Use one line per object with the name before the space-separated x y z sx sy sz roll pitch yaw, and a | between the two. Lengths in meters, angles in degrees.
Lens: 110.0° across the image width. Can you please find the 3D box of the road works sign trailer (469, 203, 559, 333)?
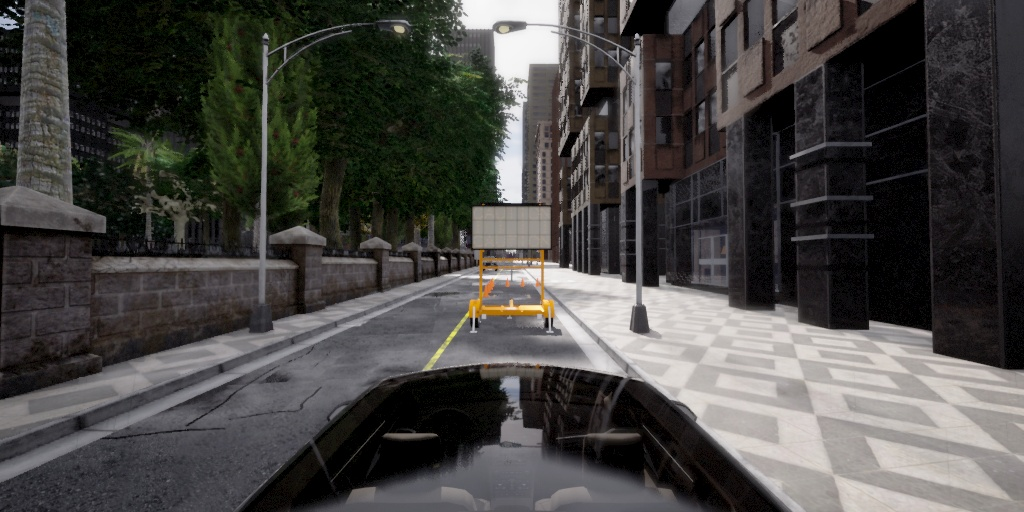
road works sign trailer | -0.009 0.221 10.757 2.380 3.560 2.880 0 0 0

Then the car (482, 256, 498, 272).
car | -3.057 1.053 48.137 2.150 2.045 5.566 0 0 0
